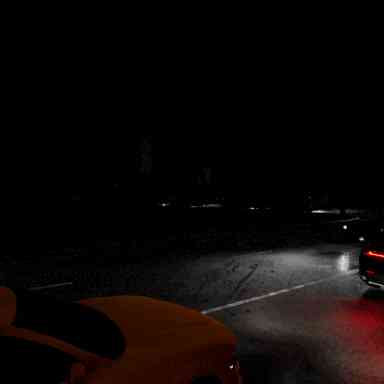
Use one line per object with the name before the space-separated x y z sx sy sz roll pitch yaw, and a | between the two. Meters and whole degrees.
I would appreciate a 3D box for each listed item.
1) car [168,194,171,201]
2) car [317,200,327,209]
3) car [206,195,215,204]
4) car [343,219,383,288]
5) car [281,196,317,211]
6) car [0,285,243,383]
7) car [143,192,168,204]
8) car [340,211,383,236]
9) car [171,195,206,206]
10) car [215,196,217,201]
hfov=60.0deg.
car | -6.103 1.239 74.804 2.128 1.511 4.902 -1 0 -38
car | 13.387 1.234 39.136 1.882 1.535 5.008 -1 0 -39
car | 0.924 1.257 54.672 2.128 1.511 4.902 -1 0 -39
car | 5.900 1.468 7.959 4.892 1.490 1.837 0 0 -35
car | 10.978 1.350 36.549 1.994 1.385 4.181 -1 0 -39
car | -1.813 1.478 2.437 5.008 1.535 1.882 0 0 -36
car | -7.115 1.022 59.149 2.150 2.045 5.566 -1 0 -38
car | 8.445 1.518 14.328 4.718 1.301 1.895 -1 0 -36
car | -0.589 1.300 50.959 1.837 1.490 4.892 -1 0 -39
car | 3.678 1.306 62.721 1.895 1.301 4.718 -1 0 -39
